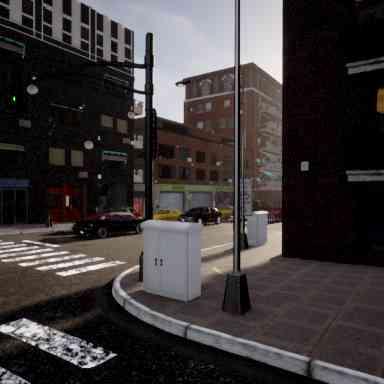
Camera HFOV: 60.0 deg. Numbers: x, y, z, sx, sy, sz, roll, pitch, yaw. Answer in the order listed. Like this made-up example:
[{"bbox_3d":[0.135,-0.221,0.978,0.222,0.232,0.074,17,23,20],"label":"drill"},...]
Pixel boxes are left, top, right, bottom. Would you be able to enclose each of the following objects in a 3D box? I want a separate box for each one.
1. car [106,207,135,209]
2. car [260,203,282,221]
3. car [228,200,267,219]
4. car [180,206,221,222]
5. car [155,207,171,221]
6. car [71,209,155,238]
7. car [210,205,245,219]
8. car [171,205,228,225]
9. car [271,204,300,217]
[{"bbox_3d":[-5.397,1.758,23.112,1.967,1.590,4.097,-1,-2,35],"label":"car"},{"bbox_3d":[9.053,2.133,33.693,1.882,1.535,5.008,0,-1,35],"label":"car"},{"bbox_3d":[6.396,1.866,35.473,2.150,2.045,5.566,0,-1,35],"label":"car"},{"bbox_3d":[0.918,2.092,32.172,1.947,1.339,4.313,-1,-2,35],"label":"car"},{"bbox_3d":[-2.337,1.944,27.501,1.752,1.417,4.829,-1,-2,35],"label":"car"},{"bbox_3d":[-4.645,1.881,19.634,1.895,1.301,4.718,0,-1,35],"label":"car"},{"bbox_3d":[3.979,2.153,36.565,1.752,1.417,4.829,-1,-2,35],"label":"car"},{"bbox_3d":[0.717,1.962,27.324,1.837,1.490,4.892,0,-1,35],"label":"car"},{"bbox_3d":[12.518,2.394,44.189,2.033,1.411,5.357,0,-1,35],"label":"car"}]
